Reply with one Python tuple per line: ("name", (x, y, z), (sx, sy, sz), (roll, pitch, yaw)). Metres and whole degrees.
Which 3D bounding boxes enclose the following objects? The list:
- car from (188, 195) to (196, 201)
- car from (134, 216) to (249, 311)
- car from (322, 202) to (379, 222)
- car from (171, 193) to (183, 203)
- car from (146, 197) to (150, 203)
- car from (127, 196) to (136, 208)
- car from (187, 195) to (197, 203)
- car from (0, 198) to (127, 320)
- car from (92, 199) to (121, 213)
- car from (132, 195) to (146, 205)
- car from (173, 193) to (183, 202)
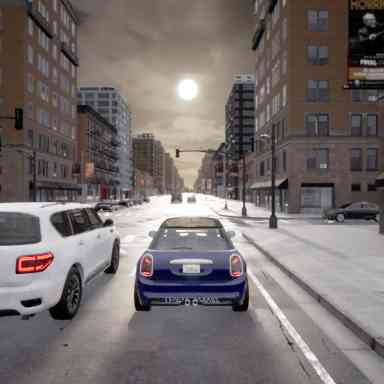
("car", (-0.095, 1.453, 79.740), (1.895, 1.301, 4.718), (0, 0, 0))
("car", (-0.002, 1.352, 7.907), (2.097, 1.767, 4.553), (0, 0, 0))
("car", (12.691, 1.545, 25.943), (4.892, 1.490, 1.837), (0, 0, 2))
("car", (-3.247, 1.211, 70.035), (2.150, 2.045, 5.566), (0, 0, 0))
("car", (-9.833, 1.591, 68.641), (1.895, 1.301, 4.718), (0, 0, 0))
("car", (-9.903, 1.598, 48.677), (1.895, 1.301, 4.718), (0, 0, 0))
("car", (-0.083, 1.482, 69.291), (2.128, 1.511, 4.902), (0, 0, 0))
("car", (-3.157, 1.223, 7.450), (2.150, 2.045, 5.566), (0, 0, 0))
("car", (-9.896, 1.547, 39.044), (2.033, 1.411, 5.357), (0, 0, 0))
("car", (-9.898, 1.346, 58.421), (2.097, 1.767, 4.553), (0, 0, 0))
("car", (-3.346, 1.212, 80.425), (2.150, 2.045, 5.566), (0, 0, 0))
